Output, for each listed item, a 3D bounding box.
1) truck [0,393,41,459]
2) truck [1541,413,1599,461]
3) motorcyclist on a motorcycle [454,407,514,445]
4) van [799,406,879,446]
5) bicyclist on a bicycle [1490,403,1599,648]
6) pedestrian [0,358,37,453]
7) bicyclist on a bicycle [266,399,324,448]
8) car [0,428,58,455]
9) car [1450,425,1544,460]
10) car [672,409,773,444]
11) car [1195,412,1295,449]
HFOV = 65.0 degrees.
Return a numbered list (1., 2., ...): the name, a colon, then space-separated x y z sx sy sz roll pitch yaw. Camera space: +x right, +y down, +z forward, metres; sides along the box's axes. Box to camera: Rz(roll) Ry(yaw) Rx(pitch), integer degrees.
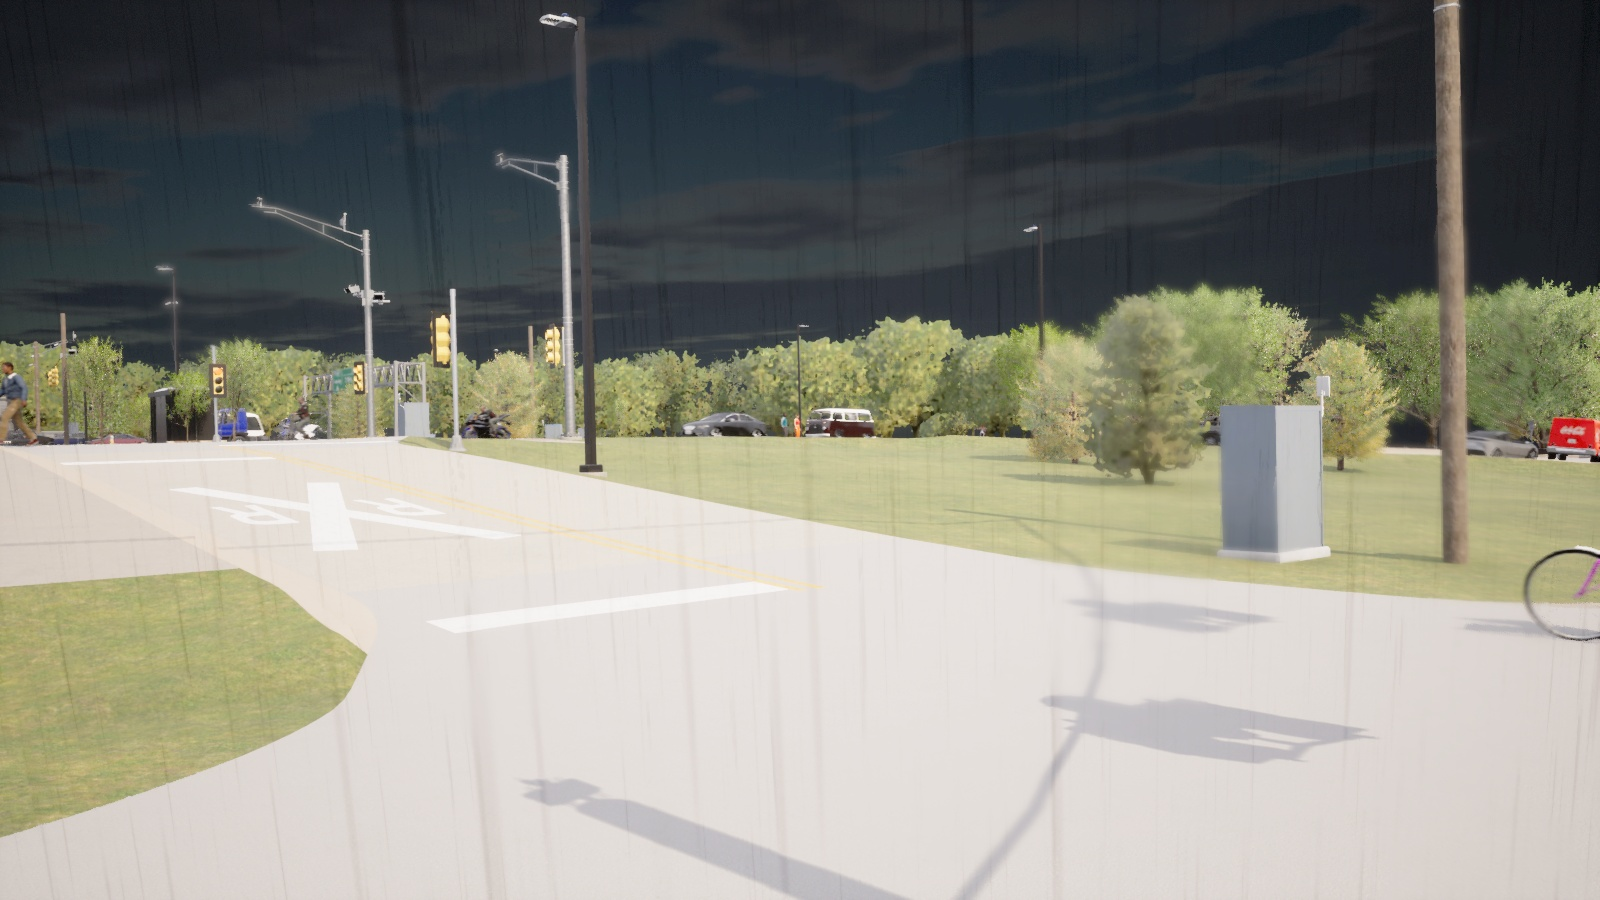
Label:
1. truck: -44.220 -1.231 69.172 2.891 3.462 7.936 -2 1 -39
2. truck: 45.681 -0.746 74.011 2.627 2.467 5.204 6 2 37
3. motorcyclist on a motorcycle: -13.005 -0.993 51.700 2.191 1.530 0.866 -1 0 -43
4. van: 2.218 -1.299 69.779 2.069 2.038 4.480 -1 -2 41
5. bicyclist on a bicycle: 6.386 0.594 9.484 1.843 1.776 0.659 4 1 11
6. pedestrian: -16.565 -0.928 26.360 0.423 1.949 0.788 -1 1 40
7. bicyclist on a bicycle: -18.719 -0.996 46.575 1.843 1.776 0.659 -2 1 -43
8. car: -50.407 -0.550 81.297 2.152 1.651 5.027 -1 1 -6
9. car: 36.023 -0.390 64.864 4.514 1.525 2.007 0 7 -29
10. car: -3.743 -1.099 61.177 2.128 1.511 4.902 -1 -1 40
11. car: 23.491 -1.060 66.406 4.605 1.855 1.932 1 3 39
